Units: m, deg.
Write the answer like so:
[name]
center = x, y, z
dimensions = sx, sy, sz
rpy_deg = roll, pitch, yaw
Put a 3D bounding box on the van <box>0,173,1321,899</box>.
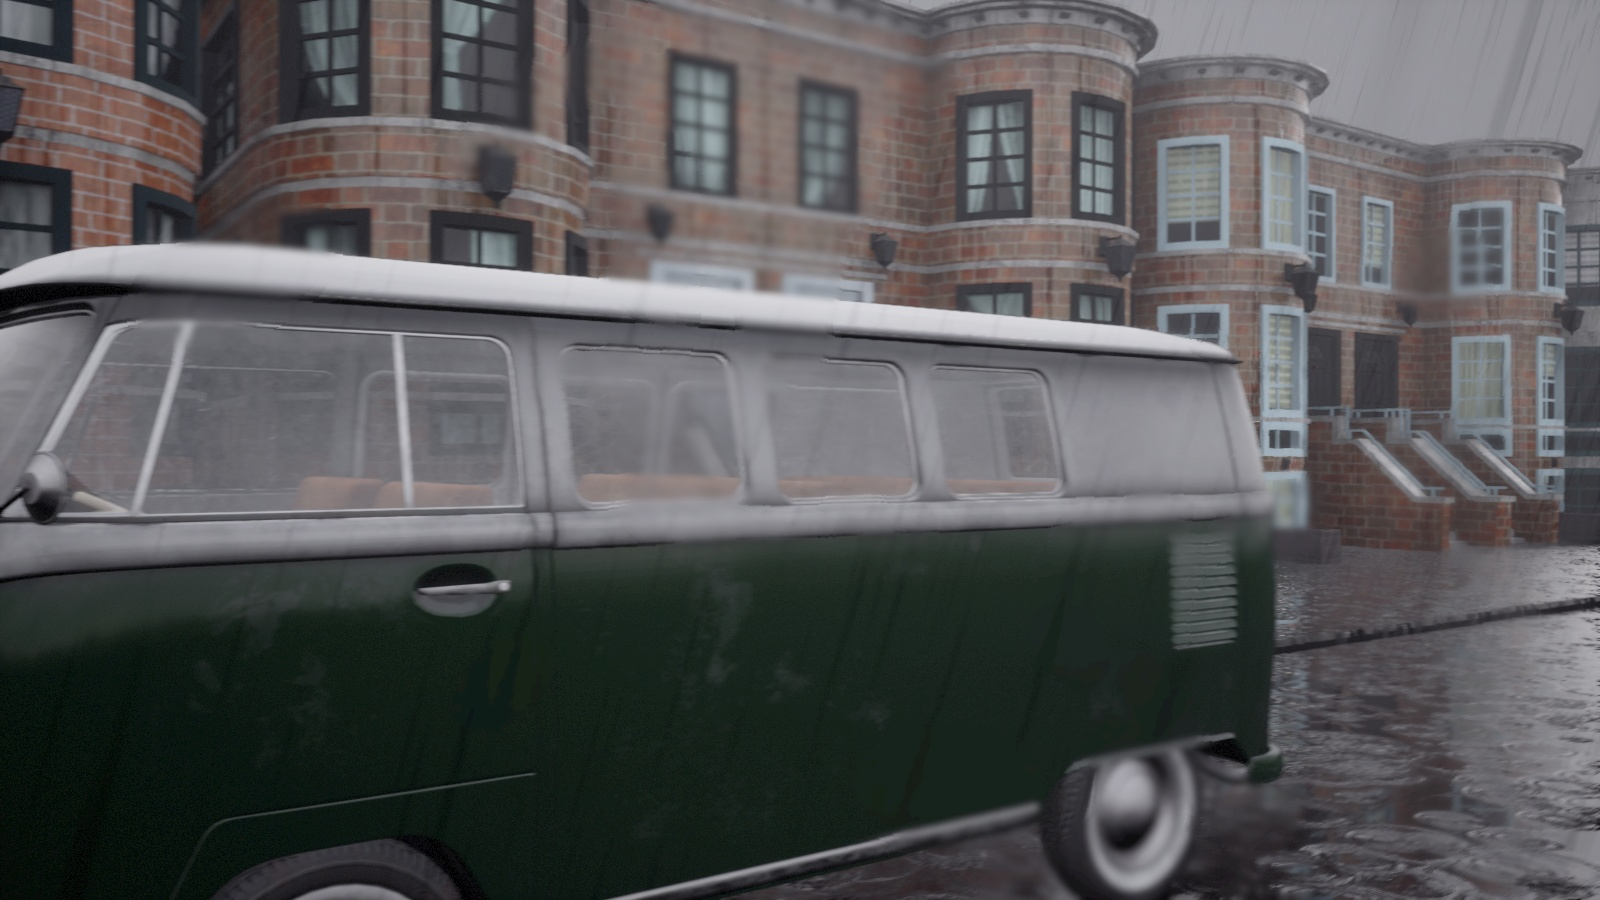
[van]
center = -0.472, 0.508, 3.941
dimensions = 4.442, 1.987, 1.775
rpy_deg = 0, 0, -35
